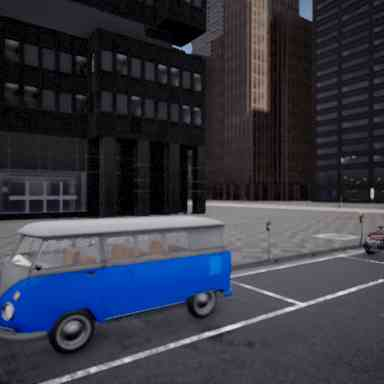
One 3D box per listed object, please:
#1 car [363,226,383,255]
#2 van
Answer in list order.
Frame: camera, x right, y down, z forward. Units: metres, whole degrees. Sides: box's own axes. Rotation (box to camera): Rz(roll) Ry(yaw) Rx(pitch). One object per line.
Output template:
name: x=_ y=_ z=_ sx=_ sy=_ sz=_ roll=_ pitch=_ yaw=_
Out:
car: x=8.118 y=1.644 z=12.420 sx=4.206 sy=1.307 sz=1.802 roll=0 pitch=0 yaw=-35
van: x=-1.134 y=1.351 z=5.840 sx=3.998 sy=1.788 sz=1.690 roll=0 pitch=0 yaw=-35
